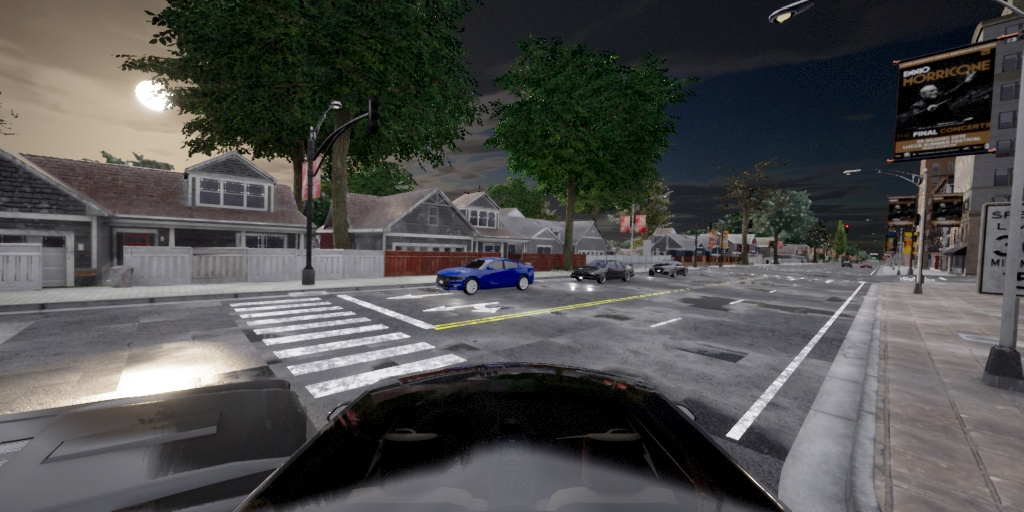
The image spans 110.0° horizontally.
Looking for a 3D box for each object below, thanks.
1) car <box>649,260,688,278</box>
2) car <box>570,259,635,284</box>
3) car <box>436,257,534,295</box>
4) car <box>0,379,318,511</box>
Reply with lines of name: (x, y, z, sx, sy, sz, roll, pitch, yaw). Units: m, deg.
car: (13.265, 1.021, 30.307, 4.181, 1.385, 1.994, 0, 2, -44)
car: (6.064, 0.941, 23.390, 5.357, 1.411, 2.033, 0, 2, -44)
car: (-1.107, 0.812, 16.474, 5.008, 1.535, 1.882, 0, 2, -44)
car: (-3.311, 1.288, 1.290, 4.718, 1.301, 1.895, 1, 2, -34)
